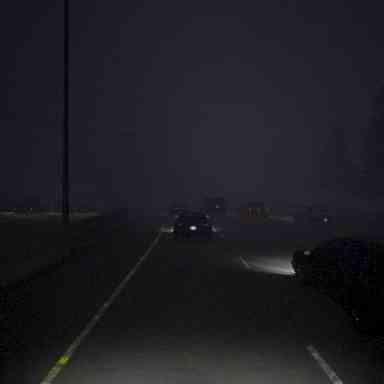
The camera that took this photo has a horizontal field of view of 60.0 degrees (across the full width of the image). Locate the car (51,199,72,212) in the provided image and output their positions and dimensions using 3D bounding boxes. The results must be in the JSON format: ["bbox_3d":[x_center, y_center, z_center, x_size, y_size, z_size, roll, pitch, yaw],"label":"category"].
[{"bbox_3d":[-17.691,1.795,45.202,2.097,1.767,4.553,0,-1,-12],"label":"car"}]

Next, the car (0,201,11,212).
[{"bbox_3d":[-24.786,1.945,44.890,1.837,1.490,4.892,0,0,-13],"label":"car"}]

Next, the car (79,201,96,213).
[{"bbox_3d":[-13.933,1.912,44.390,1.882,1.535,5.008,0,-1,-12],"label":"car"}]

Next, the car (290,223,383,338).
[{"bbox_3d":[3.600,1.613,6.679,2.033,1.411,5.357,0,-1,0],"label":"car"}]

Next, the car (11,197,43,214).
[{"bbox_3d":[-20.585,1.636,42.168,2.150,2.045,5.566,0,-1,-12],"label":"car"}]

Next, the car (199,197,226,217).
[{"bbox_3d":[2.153,1.570,35.605,2.150,2.045,5.566,0,0,-8],"label":"car"}]

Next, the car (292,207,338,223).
[{"bbox_3d":[9.989,1.868,27.506,1.895,1.301,4.718,0,-1,-5],"label":"car"}]

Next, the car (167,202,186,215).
[{"bbox_3d":[-1.633,1.867,36.906,1.837,1.490,4.892,1,0,-9],"label":"car"}]

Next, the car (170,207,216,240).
[{"bbox_3d":[-0.007,1.742,18.186,1.994,1.385,4.181,0,-1,-2],"label":"car"}]

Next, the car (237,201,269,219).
[{"bbox_3d":[5.910,1.672,32.865,2.097,1.767,4.553,0,-1,-7],"label":"car"}]
